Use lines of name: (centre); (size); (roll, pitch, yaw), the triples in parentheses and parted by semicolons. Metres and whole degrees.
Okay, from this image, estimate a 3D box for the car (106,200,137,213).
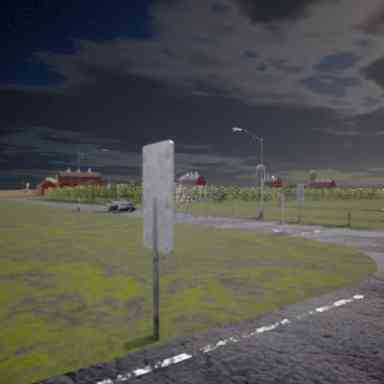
car: (-8.390, 1.673, 39.051); (2.033, 1.411, 5.357); (0, 0, -35)
